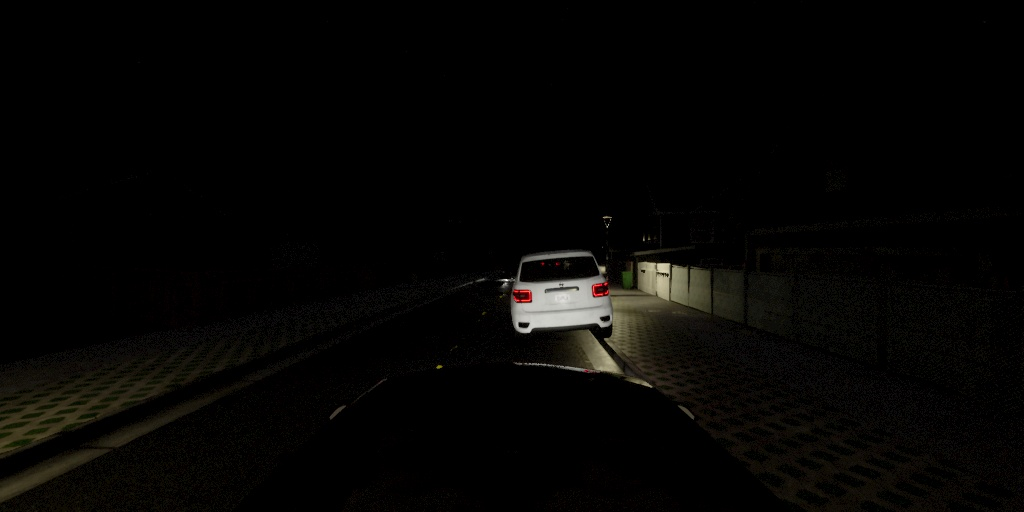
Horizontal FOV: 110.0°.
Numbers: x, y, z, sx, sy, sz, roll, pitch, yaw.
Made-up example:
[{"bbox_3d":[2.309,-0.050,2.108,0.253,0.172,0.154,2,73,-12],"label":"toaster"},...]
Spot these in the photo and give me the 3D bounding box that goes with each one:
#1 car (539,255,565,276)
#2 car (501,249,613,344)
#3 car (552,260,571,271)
[{"bbox_3d":[4.363,0.973,38.549,2.150,2.045,5.566,0,0,13],"label":"car"},{"bbox_3d":[1.137,0.897,9.638,2.150,2.045,5.566,-5,0,3],"label":"car"},{"bbox_3d":[6.857,1.283,48.942,1.812,1.442,4.674,0,0,17],"label":"car"}]
